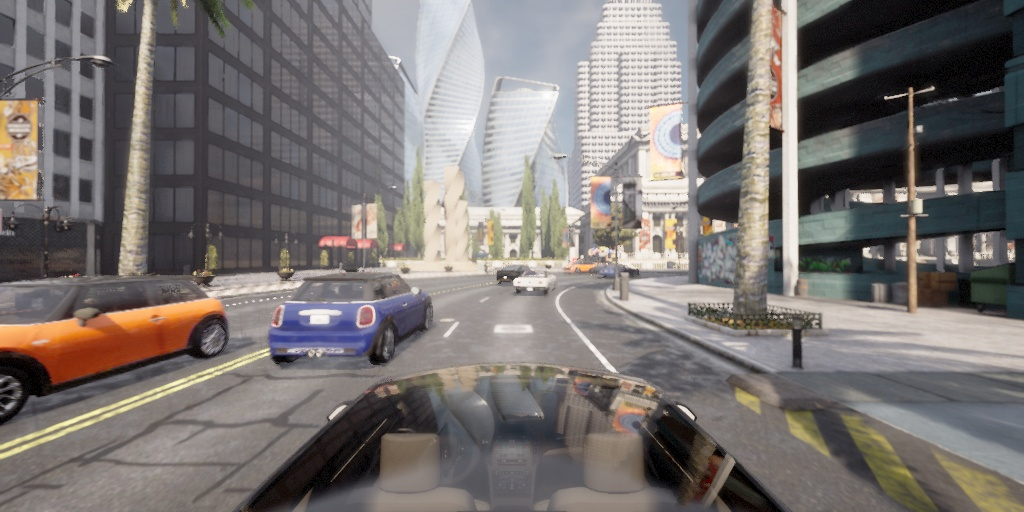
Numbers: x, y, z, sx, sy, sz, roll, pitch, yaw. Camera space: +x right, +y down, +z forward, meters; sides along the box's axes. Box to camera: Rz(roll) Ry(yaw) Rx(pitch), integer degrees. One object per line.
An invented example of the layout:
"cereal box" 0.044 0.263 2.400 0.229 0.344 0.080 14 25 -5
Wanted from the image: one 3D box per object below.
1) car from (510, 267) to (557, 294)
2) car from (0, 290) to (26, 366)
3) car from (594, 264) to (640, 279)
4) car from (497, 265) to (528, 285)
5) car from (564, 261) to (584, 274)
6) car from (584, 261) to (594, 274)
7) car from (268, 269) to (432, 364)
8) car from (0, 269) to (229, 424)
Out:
"car" 1.545 1.504 21.555 1.895 1.301 4.718 0 0 14
"car" -10.508 1.336 4.905 1.994 1.385 4.181 0 0 1
"car" 11.246 1.576 37.407 5.357 1.411 2.033 0 -1 -42
"car" 0.534 1.435 28.503 1.882 1.535 5.008 -1 -1 24
"car" 9.299 1.472 49.423 4.553 1.767 2.097 0 0 -34
"car" 11.985 1.676 47.058 4.181 1.385 1.994 0 -1 -33
"car" -3.341 1.153 8.414 2.097 1.767 4.553 0 0 1
"car" -7.001 1.130 5.549 2.097 1.767 4.553 0 0 1
